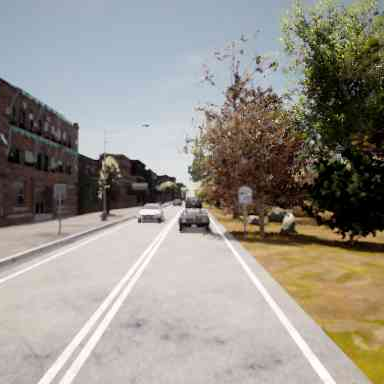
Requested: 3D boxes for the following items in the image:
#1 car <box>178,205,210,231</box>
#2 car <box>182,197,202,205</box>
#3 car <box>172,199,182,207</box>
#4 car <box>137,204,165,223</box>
[{"bbox_3d":[0.131,1.725,21.751,1.895,1.301,4.718,0,-1,0],"label":"car"},{"bbox_3d":[0.206,1.642,42.782,2.150,2.045,5.566,0,-1,0],"label":"car"},{"bbox_3d":[-3.021,2.313,69.481,1.837,1.490,4.892,0,-1,0],"label":"car"},{"bbox_3d":[-3.307,1.717,27.473,1.812,1.442,4.674,0,-1,0],"label":"car"}]
